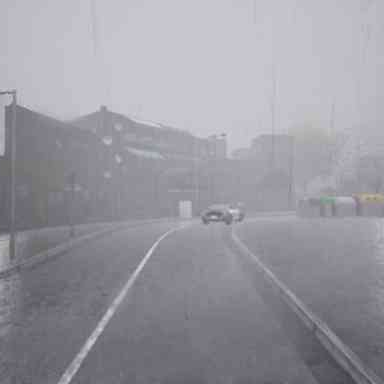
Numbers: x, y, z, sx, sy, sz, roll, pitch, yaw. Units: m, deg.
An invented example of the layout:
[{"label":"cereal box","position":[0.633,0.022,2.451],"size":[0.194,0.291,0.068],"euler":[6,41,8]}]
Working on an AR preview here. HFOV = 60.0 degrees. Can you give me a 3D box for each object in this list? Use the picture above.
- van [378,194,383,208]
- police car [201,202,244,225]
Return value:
[{"label":"van","position":[23.549,1.339,44.431],"size":[1.878,1.987,4.442],"euler":[-3,-2,-12]},{"label":"police car","position":[2.400,1.565,24.499],"size":[2.038,1.542,4.974],"euler":[-1,-2,23]}]
